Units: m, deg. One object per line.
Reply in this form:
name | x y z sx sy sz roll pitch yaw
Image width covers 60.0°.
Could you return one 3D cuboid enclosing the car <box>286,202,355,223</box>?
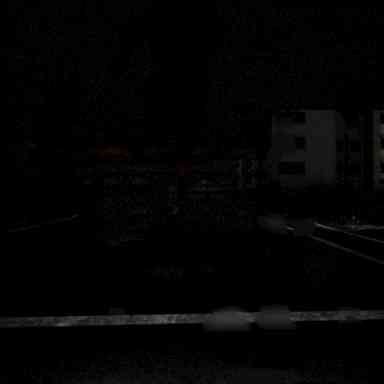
car | 9.541 1.505 24.903 4.892 1.490 1.837 1 0 3
